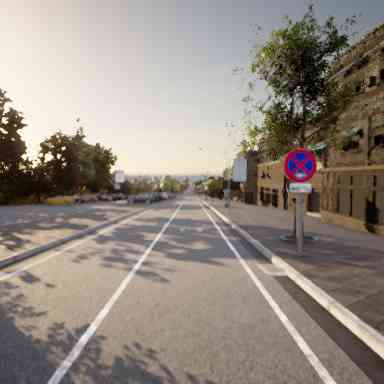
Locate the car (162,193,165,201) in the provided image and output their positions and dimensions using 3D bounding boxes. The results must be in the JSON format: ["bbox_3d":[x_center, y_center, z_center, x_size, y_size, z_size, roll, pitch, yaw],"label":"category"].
[{"bbox_3d":[-9.031,1.161,69.525,5.566,2.045,2.435,0,0,0],"label":"car"}]

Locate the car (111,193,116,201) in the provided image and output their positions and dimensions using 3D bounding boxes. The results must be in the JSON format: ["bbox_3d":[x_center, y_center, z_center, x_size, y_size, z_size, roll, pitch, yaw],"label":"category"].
[{"bbox_3d":[-21.930,1.509,80.588,5.366,1.575,1.946,0,0,0],"label":"car"}]

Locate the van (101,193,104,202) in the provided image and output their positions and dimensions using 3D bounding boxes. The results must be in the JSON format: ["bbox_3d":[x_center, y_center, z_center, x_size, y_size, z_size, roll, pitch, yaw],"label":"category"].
[{"bbox_3d":[-22.206,1.221,72.232,4.442,1.987,1.878,0,0,0],"label":"van"}]

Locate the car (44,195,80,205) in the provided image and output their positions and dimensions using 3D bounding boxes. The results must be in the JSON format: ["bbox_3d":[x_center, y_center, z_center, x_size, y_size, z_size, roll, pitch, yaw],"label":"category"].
[{"bbox_3d":[-22.050,1.377,55.527,5.008,1.535,2.097,0,0,0],"label":"car"}]

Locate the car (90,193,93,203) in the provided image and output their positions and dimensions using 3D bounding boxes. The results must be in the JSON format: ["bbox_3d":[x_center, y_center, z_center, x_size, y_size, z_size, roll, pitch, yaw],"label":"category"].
[{"bbox_3d":[-22.072,1.438,63.882,4.674,1.452,2.002,0,0,0],"label":"car"}]

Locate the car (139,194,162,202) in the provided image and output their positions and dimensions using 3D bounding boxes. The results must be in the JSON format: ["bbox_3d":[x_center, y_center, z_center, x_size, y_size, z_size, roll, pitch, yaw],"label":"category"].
[{"bbox_3d":[-8.978,1.305,72.325,4.553,1.767,2.185,0,0,0],"label":"car"}]

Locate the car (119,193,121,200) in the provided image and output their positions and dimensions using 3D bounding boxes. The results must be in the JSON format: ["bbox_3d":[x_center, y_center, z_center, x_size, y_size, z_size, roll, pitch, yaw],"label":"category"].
[{"bbox_3d":[-22.175,1.607,88.943,4.792,1.488,2.163,0,0,0],"label":"car"}]

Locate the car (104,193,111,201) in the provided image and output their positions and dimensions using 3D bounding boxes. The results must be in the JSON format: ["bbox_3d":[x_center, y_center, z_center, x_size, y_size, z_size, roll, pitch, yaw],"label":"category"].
[{"bbox_3d":[-22.104,1.530,77.802,4.674,1.452,2.002,0,0,0],"label":"car"}]

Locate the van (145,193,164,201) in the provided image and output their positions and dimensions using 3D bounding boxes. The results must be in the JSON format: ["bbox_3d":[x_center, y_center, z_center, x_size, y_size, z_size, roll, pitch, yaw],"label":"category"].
[{"bbox_3d":[-9.153,1.270,80.736,4.442,1.987,1.878,0,0,0],"label":"van"}]

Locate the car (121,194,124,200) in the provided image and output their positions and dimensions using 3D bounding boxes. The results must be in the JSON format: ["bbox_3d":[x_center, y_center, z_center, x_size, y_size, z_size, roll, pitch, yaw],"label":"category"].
[{"bbox_3d":[-22.129,1.349,91.729,5.566,2.045,2.435,0,0,0],"label":"car"}]

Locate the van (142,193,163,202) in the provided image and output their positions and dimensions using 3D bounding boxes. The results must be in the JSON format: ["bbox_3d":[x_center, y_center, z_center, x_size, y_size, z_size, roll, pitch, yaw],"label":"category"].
[{"bbox_3d":[-8.902,1.226,75.130,4.442,1.987,1.878,0,0,0],"label":"van"}]

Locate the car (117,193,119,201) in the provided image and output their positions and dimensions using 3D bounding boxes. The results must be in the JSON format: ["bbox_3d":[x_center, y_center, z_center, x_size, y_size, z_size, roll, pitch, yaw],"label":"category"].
[{"bbox_3d":[-22.106,1.585,86.159,4.792,1.488,2.163,0,0,0],"label":"car"}]

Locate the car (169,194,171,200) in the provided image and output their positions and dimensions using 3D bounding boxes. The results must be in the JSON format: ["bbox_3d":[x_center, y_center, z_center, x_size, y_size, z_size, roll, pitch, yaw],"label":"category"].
[{"bbox_3d":[-9.086,1.288,86.343,5.566,2.045,2.435,0,0,0],"label":"car"}]

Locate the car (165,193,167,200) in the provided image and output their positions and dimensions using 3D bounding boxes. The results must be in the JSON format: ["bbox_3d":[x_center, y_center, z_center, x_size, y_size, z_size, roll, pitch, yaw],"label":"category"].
[{"bbox_3d":[-9.021,1.475,77.932,4.892,1.521,2.231,0,0,0],"label":"car"}]

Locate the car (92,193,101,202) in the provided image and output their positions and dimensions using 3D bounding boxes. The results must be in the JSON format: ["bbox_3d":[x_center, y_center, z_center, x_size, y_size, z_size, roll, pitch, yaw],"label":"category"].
[{"bbox_3d":[-22.051,1.303,69.451,4.553,1.767,2.185,0,0,0],"label":"car"}]

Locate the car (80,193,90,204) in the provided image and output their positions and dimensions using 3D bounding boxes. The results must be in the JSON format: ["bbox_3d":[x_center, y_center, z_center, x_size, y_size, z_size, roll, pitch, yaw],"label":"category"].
[{"bbox_3d":[-22.070,1.387,61.095,5.008,1.535,2.097,0,0,0],"label":"car"}]

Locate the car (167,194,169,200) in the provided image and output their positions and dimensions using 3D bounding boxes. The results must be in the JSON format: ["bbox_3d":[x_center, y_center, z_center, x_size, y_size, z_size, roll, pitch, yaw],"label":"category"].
[{"bbox_3d":[-9.041,1.517,83.538,5.008,1.535,2.097,0,0,0],"label":"car"}]

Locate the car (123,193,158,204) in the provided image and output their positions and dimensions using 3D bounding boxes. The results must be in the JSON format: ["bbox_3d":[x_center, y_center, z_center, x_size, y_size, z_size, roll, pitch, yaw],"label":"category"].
[{"bbox_3d":[-8.974,1.365,58.313,4.892,1.521,2.231,0,0,0],"label":"car"}]

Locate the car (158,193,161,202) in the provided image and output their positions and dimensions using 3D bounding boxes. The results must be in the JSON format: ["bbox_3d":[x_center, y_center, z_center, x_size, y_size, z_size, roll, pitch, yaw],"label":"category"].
[{"bbox_3d":[-9.014,1.120,61.114,5.566,2.045,2.435,0,0,0],"label":"car"}]
